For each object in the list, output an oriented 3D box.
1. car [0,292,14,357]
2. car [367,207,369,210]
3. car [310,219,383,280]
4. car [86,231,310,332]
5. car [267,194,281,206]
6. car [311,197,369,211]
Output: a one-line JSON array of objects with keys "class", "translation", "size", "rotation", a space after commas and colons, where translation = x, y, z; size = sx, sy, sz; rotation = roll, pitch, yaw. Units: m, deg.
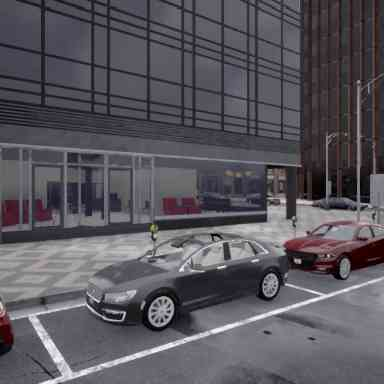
[{"class": "car", "translation": [-4.318, 1.440, 3.570], "size": [4.097, 1.590, 1.967], "rotation": [0, 0, -36]}, {"class": "car", "translation": [9.005, 1.441, 13.084], "size": [4.097, 1.590, 1.967], "rotation": [0, 0, -36]}, {"class": "car", "translation": [4.564, 1.545, 9.912], "size": [4.507, 1.381, 1.887], "rotation": [0, 0, -36]}, {"class": "car", "translation": [0.123, 1.551, 6.741], "size": [4.403, 1.369, 2.008], "rotation": [0, 0, -36]}, {"class": "car", "translation": [9.002, 0.962, 42.156], "size": [1.837, 1.490, 4.892], "rotation": [0, 1, -36]}, {"class": "car", "translation": [14.933, 1.203, 33.792], "size": [2.033, 1.411, 5.357], "rotation": [0, 1, -41]}]
